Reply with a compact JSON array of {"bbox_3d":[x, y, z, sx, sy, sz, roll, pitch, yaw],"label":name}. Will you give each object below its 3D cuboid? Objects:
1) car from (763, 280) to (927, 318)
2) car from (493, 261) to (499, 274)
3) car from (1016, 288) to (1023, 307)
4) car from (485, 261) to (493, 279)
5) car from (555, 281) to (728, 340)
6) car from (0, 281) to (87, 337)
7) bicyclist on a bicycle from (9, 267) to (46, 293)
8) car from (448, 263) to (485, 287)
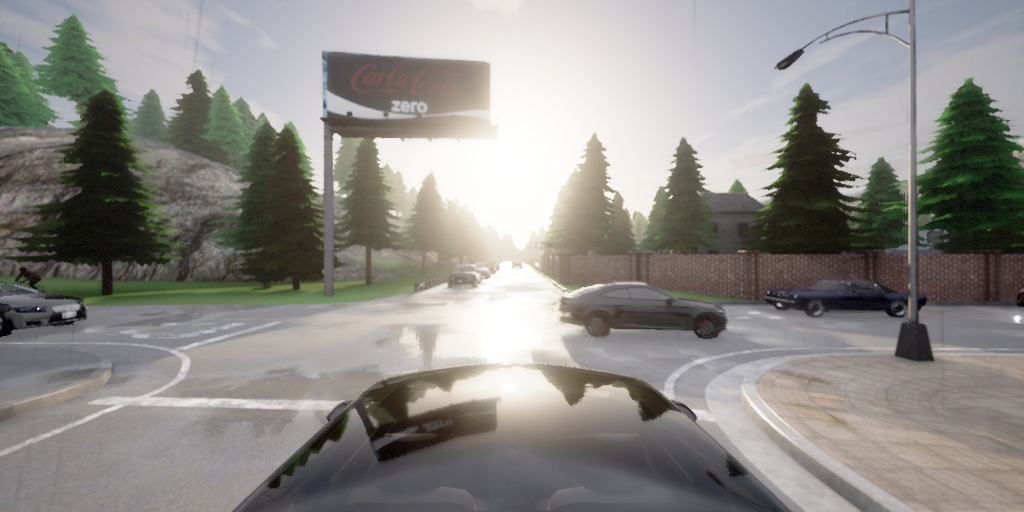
[{"bbox_3d":[12.515,1.573,13.761,4.718,1.301,1.895,0,0,2],"label":"car"},{"bbox_3d":[-3.011,1.545,45.137,1.895,1.301,4.718,0,0,1],"label":"car"},{"bbox_3d":[22.362,1.317,13.467,4.553,1.767,2.097,0,0,2],"label":"car"},{"bbox_3d":[-3.140,1.426,35.134,1.812,1.442,4.674,0,0,0],"label":"car"},{"bbox_3d":[3.597,1.467,10.311,4.674,1.442,1.812,1,0,2],"label":"car"},{"bbox_3d":[-15.530,1.465,10.332,4.902,1.511,2.128,0,0,-6],"label":"car"},{"bbox_3d":[-22.622,1.329,16.714,0.582,1.620,1.656,2,2,-12],"label":"bicyclist on a bicycle"},{"bbox_3d":[-3.271,1.362,25.341,1.837,1.490,4.892,0,0,1],"label":"car"}]
